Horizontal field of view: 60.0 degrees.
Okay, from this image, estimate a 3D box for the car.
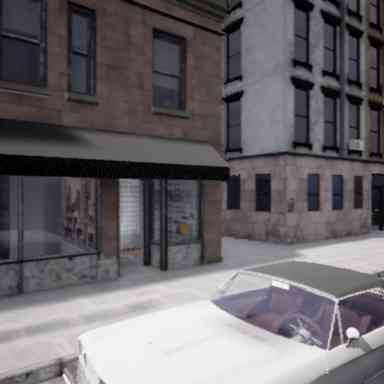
[{"bbox_3d":[1.115,1.610,3.868,4.718,1.301,1.895,0,0,-36],"label":"car"}]
